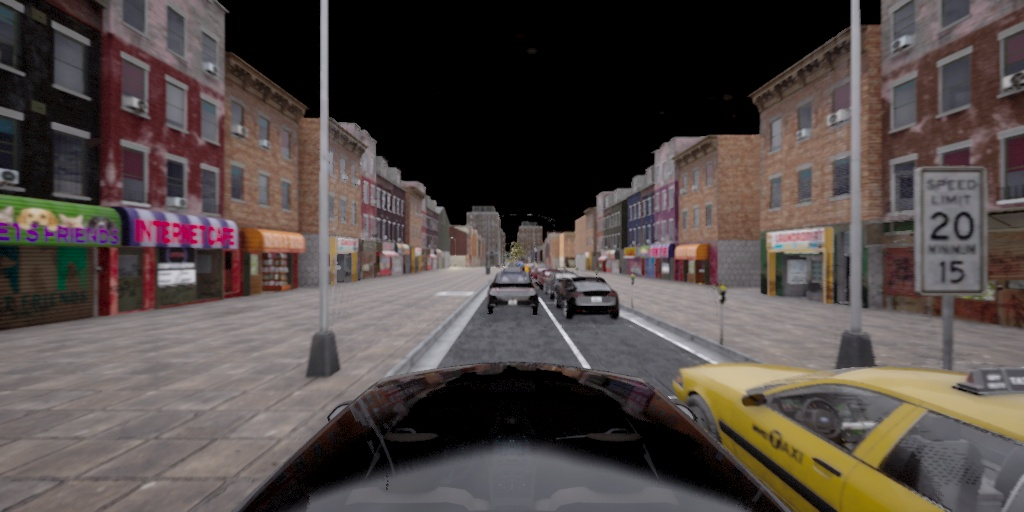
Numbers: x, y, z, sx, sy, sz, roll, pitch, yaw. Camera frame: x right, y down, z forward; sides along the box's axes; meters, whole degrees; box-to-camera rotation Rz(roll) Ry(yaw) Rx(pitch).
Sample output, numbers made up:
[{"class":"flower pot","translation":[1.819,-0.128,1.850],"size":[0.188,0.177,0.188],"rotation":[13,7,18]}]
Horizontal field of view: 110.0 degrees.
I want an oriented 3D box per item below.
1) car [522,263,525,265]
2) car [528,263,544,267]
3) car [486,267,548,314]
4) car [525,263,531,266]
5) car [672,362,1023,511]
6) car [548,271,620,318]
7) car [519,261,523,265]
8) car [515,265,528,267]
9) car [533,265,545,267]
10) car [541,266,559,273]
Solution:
[{"class":"car","translation":[2.757,1.710,49.381],"size":[1.882,1.535,5.008],"rotation":[0,-1,0]},{"class":"car","translation":[2.640,1.551,30.091],"size":[1.888,1.381,4.507],"rotation":[0,0,0]},{"class":"car","translation":[0.043,1.345,14.223],"size":[2.128,1.511,4.902],"rotation":[0,0,1]},{"class":"car","translation":[2.641,1.507,35.716],"size":[1.967,1.591,4.097],"rotation":[0,0,0]},{"class":"car","translation":[2.636,1.277,2.136],"size":[1.751,1.417,4.829],"rotation":[0,0,0]},{"class":"car","translation":[2.638,1.410,13.216],"size":[1.948,1.339,4.313],"rotation":[0,0,0]},{"class":"car","translation":[2.646,1.973,63.841],"size":[1.888,1.381,4.507],"rotation":[0,0,0]},{"class":"car","translation":[0.039,1.592,28.631],"size":[1.895,1.301,4.718],"rotation":[0,-1,1]},{"class":"car","translation":[2.639,1.530,24.466],"size":[1.802,1.307,4.207],"rotation":[0,0,0]},{"class":"car","translation":[2.638,1.445,18.841],"size":[2.007,1.370,4.403],"rotation":[0,0,0]}]
